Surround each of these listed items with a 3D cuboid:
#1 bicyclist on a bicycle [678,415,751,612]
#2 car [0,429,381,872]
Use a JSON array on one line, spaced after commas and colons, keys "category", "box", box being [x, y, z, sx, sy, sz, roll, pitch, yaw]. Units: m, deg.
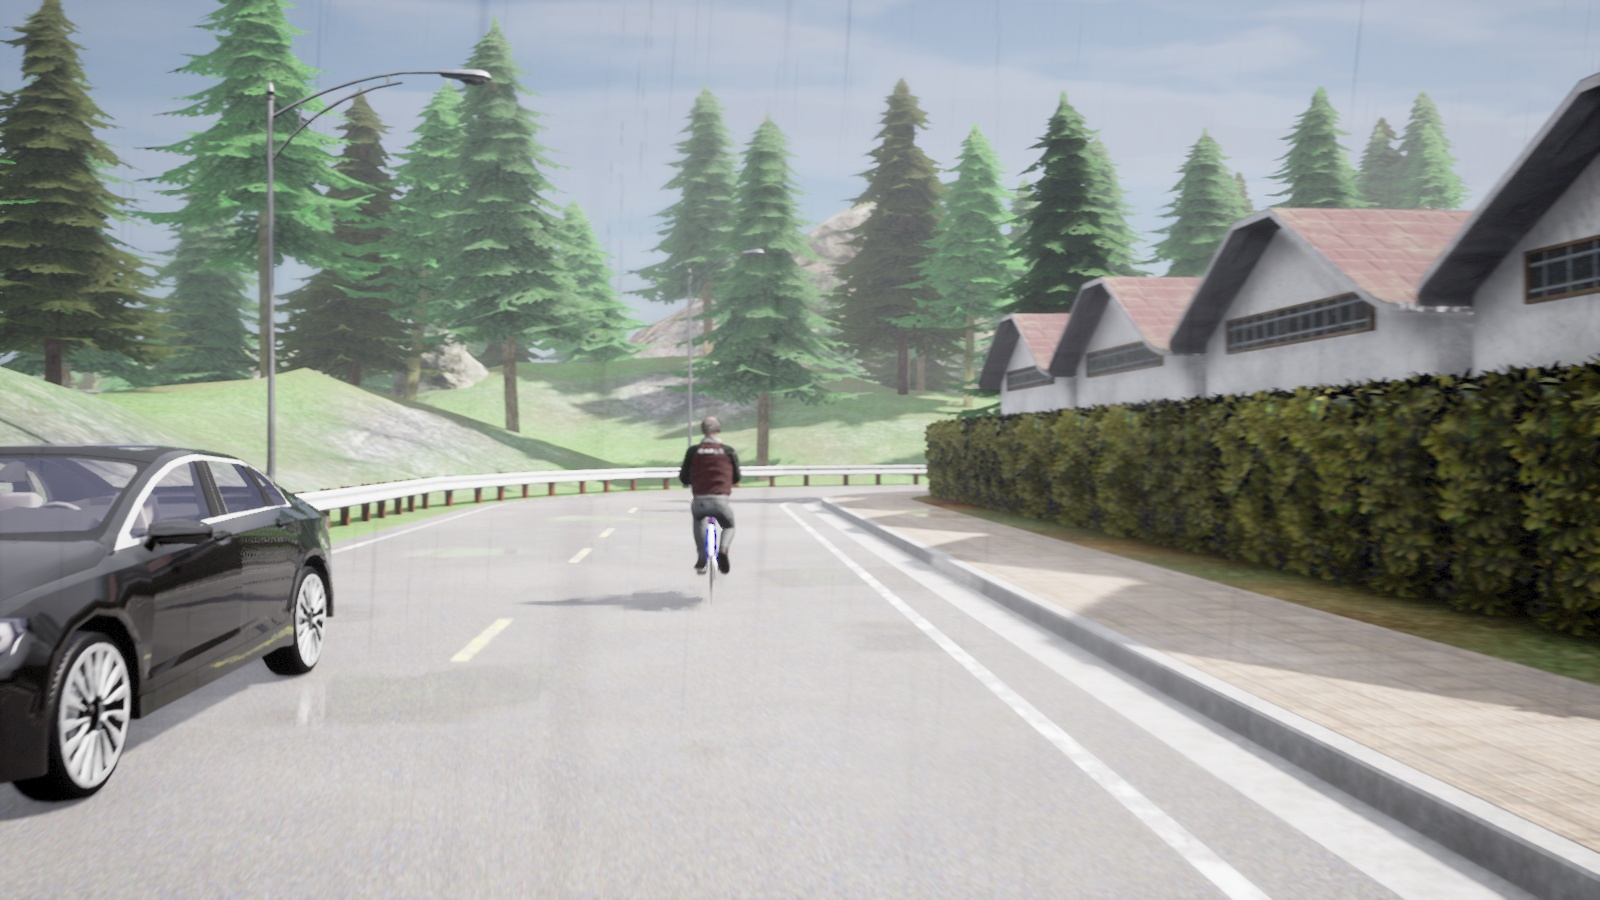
[{"category": "bicyclist on a bicycle", "box": [-0.838, 0.567, 12.285, 0.659, 1.776, 1.843, 0, 0, -4]}, {"category": "car", "box": [-3.954, 0.674, 6.653, 2.128, 1.511, 4.902, 0, 0, -4]}]
